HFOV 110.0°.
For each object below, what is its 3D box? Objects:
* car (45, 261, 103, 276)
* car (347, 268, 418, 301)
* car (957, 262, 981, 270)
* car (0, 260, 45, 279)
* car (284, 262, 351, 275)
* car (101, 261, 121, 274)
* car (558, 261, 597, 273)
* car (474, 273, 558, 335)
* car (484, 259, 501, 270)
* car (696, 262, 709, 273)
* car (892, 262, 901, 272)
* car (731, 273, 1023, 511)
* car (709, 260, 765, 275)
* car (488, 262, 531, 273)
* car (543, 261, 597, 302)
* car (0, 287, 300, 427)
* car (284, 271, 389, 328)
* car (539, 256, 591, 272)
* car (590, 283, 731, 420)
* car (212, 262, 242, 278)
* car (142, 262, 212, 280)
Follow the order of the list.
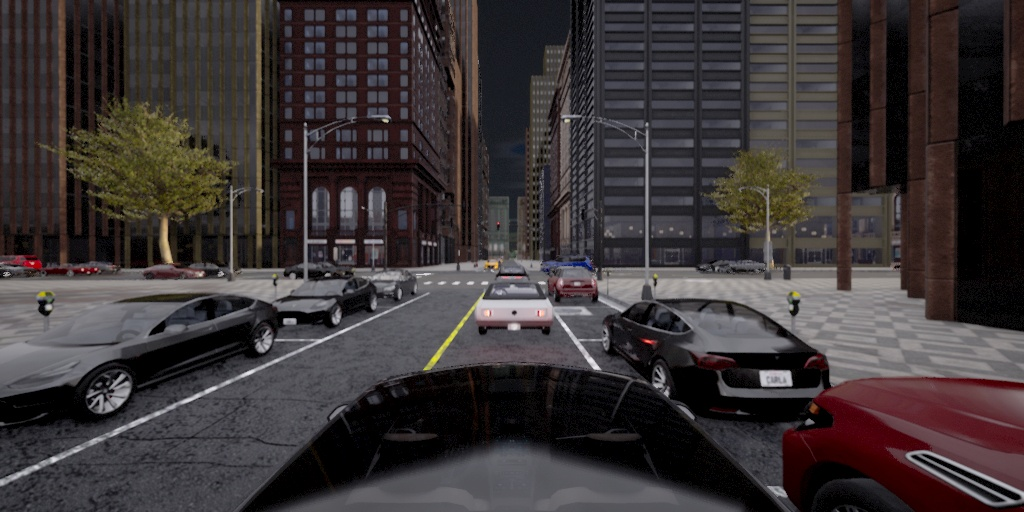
[{"bbox_3d":[-47.732,1.496,38.549,4.718,1.301,1.895,0,0,0],"label":"car"},{"bbox_3d":[-5.753,1.310,17.103,2.007,1.370,4.403,0,0,0],"label":"car"},{"bbox_3d":[47.832,1.266,38.675,4.718,1.301,1.895,0,0,0],"label":"car"},{"bbox_3d":[-49.779,1.423,35.223,4.892,1.490,1.837,-1,0,0],"label":"car"},{"bbox_3d":[-17.530,1.315,31.952,5.008,1.535,1.882,0,0,-1],"label":"car"},{"bbox_3d":[-48.578,1.376,41.781,4.902,1.511,2.128,0,0,1],"label":"car"},{"bbox_3d":[7.559,1.296,41.942,4.181,1.385,1.994,0,0,0],"label":"car"},{"bbox_3d":[0.070,1.356,10.534,1.895,1.301,4.718,0,0,0],"label":"car"},{"bbox_3d":[-3.024,1.279,53.589,1.882,1.535,5.008,0,0,0],"label":"car"},{"bbox_3d":[24.139,1.200,41.967,4.892,1.490,1.837,0,0,0],"label":"car"},{"bbox_3d":[47.512,1.002,41.926,4.553,1.767,2.097,0,0,0],"label":"car"},{"bbox_3d":[2.763,1.064,0.191,2.192,1.841,5.009,0,0,0],"label":"car"},{"bbox_3d":[24.544,1.200,38.718,4.902,1.511,2.128,0,0,0],"label":"car"},{"bbox_3d":[0.012,1.254,19.743,2.128,1.511,4.902,0,0,0],"label":"car"},{"bbox_3d":[2.772,1.200,17.100,1.967,1.591,4.097,0,0,0],"label":"car"},{"bbox_3d":[-5.759,1.318,5.830,1.948,1.339,4.313,0,0,0],"label":"car"},{"bbox_3d":[-5.756,1.322,11.466,1.948,1.339,4.313,0,0,0],"label":"car"},{"bbox_3d":[5.713,0.981,37.935,5.566,2.045,2.150,0,-1,-12],"label":"car"},{"bbox_3d":[2.766,1.318,5.828,1.948,1.339,4.313,0,0,0],"label":"car"},{"bbox_3d":[-29.294,1.362,35.180,4.892,1.490,1.837,0,0,0],"label":"car"},{"bbox_3d":[-30.071,1.400,31.930,4.674,1.442,1.812,1,0,0],"label":"car"}]
